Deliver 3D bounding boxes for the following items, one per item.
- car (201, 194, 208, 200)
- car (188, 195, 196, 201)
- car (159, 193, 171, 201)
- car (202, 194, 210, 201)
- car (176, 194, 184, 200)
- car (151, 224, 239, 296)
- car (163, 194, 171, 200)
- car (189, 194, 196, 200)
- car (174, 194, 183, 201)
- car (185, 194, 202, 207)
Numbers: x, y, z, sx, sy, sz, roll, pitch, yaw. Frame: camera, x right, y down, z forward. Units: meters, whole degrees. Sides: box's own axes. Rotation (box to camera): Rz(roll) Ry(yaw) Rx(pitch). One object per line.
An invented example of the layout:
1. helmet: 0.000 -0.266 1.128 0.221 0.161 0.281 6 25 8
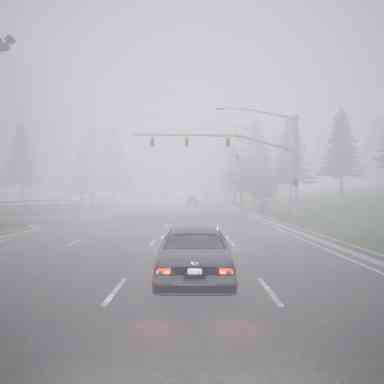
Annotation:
1. car: 3.547 1.310 93.901 1.882 1.535 5.008 0 0 0
2. car: 0.042 1.531 83.482 2.033 1.411 5.357 0 0 0
3. car: -6.958 1.217 83.516 2.150 2.045 5.566 0 0 0
4. car: 3.542 1.492 83.481 1.837 1.490 4.892 0 0 0
5. car: -3.453 1.358 93.904 2.128 1.511 4.902 0 0 0
6. car: 0.071 1.547 8.800 2.033 1.411 5.357 0 0 0
7. car: -6.953 1.385 93.906 1.994 1.385 4.181 0 0 0
8. car: 0.047 1.310 93.902 1.882 1.535 5.008 0 0 0
9. car: -3.458 1.517 83.901 1.812 1.442 4.674 0 0 0
10. car: 0.024 1.352 52.839 2.097 1.767 4.553 0 0 0
